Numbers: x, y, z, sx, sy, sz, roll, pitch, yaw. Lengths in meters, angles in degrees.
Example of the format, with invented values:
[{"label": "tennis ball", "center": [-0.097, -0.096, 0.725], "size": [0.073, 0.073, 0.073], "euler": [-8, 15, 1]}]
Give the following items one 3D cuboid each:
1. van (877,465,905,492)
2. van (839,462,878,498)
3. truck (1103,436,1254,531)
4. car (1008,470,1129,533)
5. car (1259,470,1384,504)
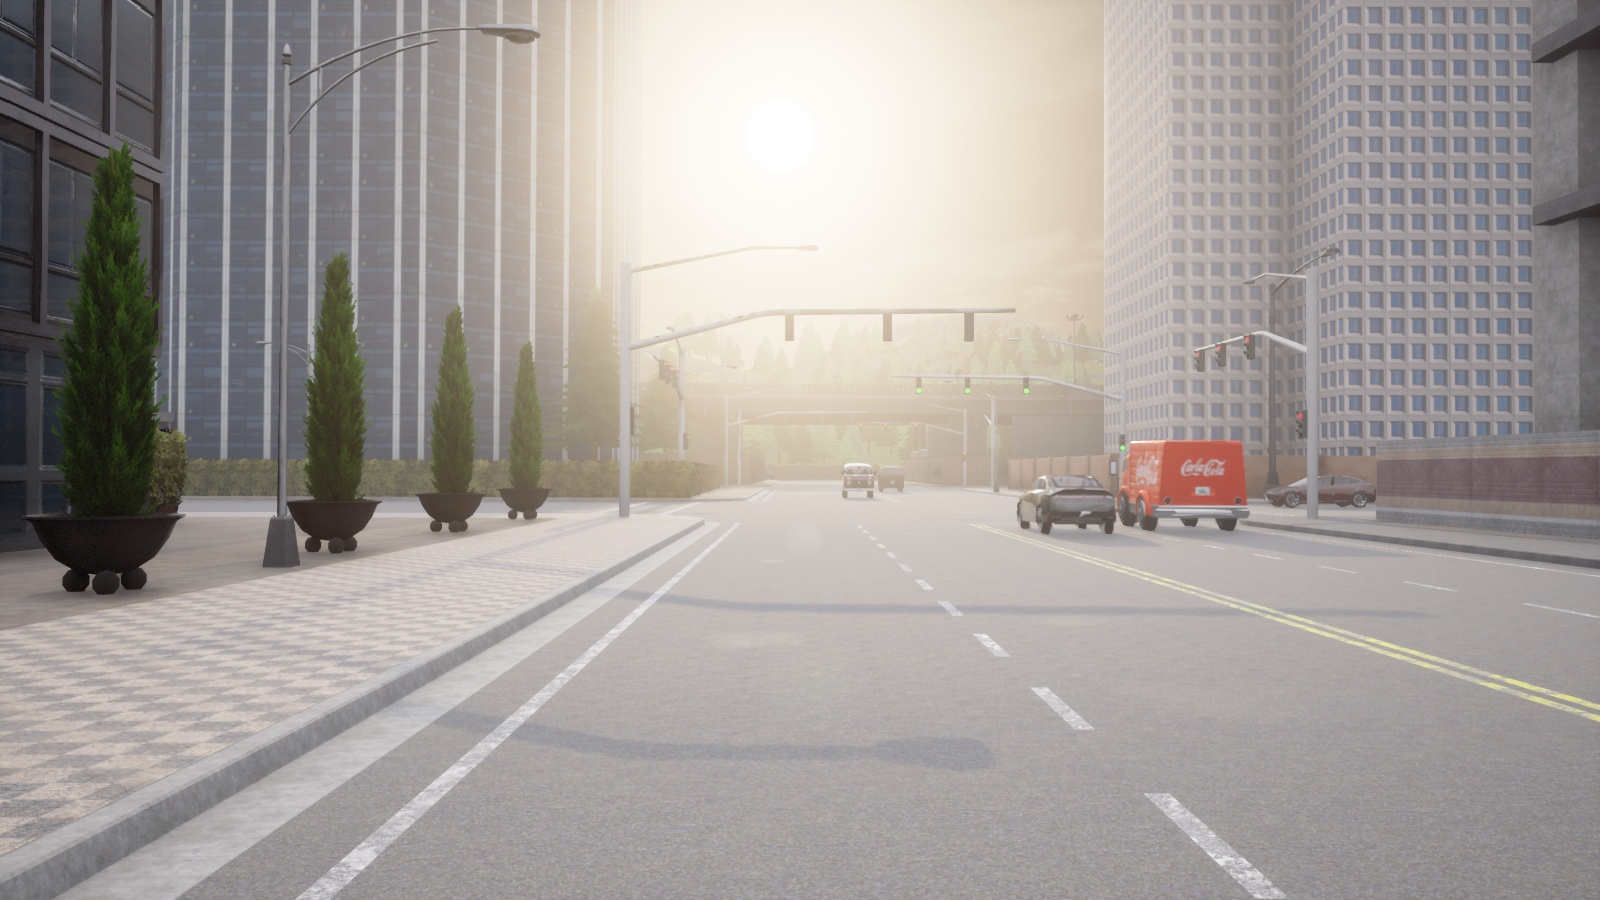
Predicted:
[{"label": "van", "center": [6.849, 2.127, 94.728], "size": [1.775, 1.987, 4.442], "euler": [0, -1, 0]}, {"label": "van", "center": [3.382, 1.758, 73.672], "size": [2.069, 2.038, 4.480], "euler": [0, -1, 0]}, {"label": "truck", "center": [10.444, 0.884, 35.162], "size": [2.627, 2.467, 5.204], "euler": [0, 0, 0]}, {"label": "car", "center": [6.948, 1.297, 33.098], "size": [2.128, 1.511, 4.902], "euler": [0, -1, 0]}, {"label": "car", "center": [23.678, 1.676, 57.119], "size": [4.792, 1.488, 2.163], "euler": [0, -1, 0]}]
